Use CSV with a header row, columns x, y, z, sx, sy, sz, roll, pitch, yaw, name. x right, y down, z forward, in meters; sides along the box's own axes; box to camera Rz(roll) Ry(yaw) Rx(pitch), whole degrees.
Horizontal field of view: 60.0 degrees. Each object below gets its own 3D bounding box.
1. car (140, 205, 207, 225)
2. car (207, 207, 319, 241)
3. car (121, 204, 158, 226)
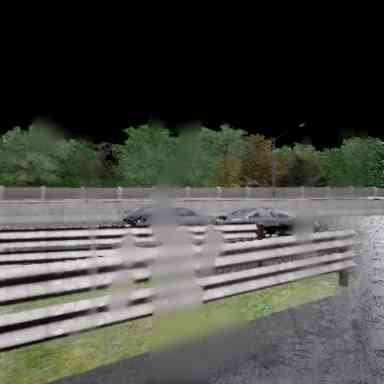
x,y,z,sx,sy,sz,roll,pitch,yaw,name
-0.402,1.541,17.702,4.181,1.385,1.994,0,0,-16,car
3.453,1.458,15.169,4.902,1.511,2.128,0,0,-16,car
-2.085,1.510,20.859,4.674,1.442,1.812,0,0,-16,car
